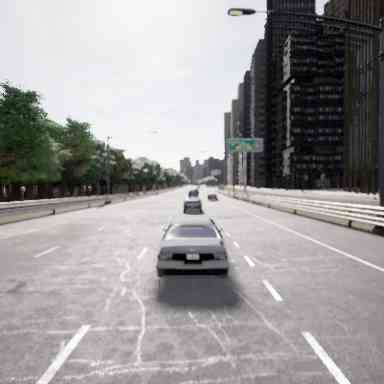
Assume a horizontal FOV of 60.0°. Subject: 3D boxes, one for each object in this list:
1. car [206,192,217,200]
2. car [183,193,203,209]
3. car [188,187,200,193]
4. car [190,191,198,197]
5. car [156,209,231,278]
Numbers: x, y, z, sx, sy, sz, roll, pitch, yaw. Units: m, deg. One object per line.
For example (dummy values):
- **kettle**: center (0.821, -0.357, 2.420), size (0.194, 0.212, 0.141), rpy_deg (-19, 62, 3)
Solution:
- **car**: center (3.917, 0.812, 64.845), size (2.128, 1.511, 4.902), rpy_deg (0, 1, 1)
- **car**: center (0.082, 1.178, 33.876), size (2.128, 1.511, 4.902), rpy_deg (0, 1, 0)
- **car**: center (0.333, 0.529, 66.445), size (2.150, 2.045, 5.566), rpy_deg (0, 1, 1)
- **car**: center (0.598, 0.544, 86.300), size (2.033, 1.411, 5.357), rpy_deg (0, 1, 1)
- **car**: center (0.026, 1.459, 9.871), size (2.033, 1.411, 5.357), rpy_deg (0, 1, 0)
